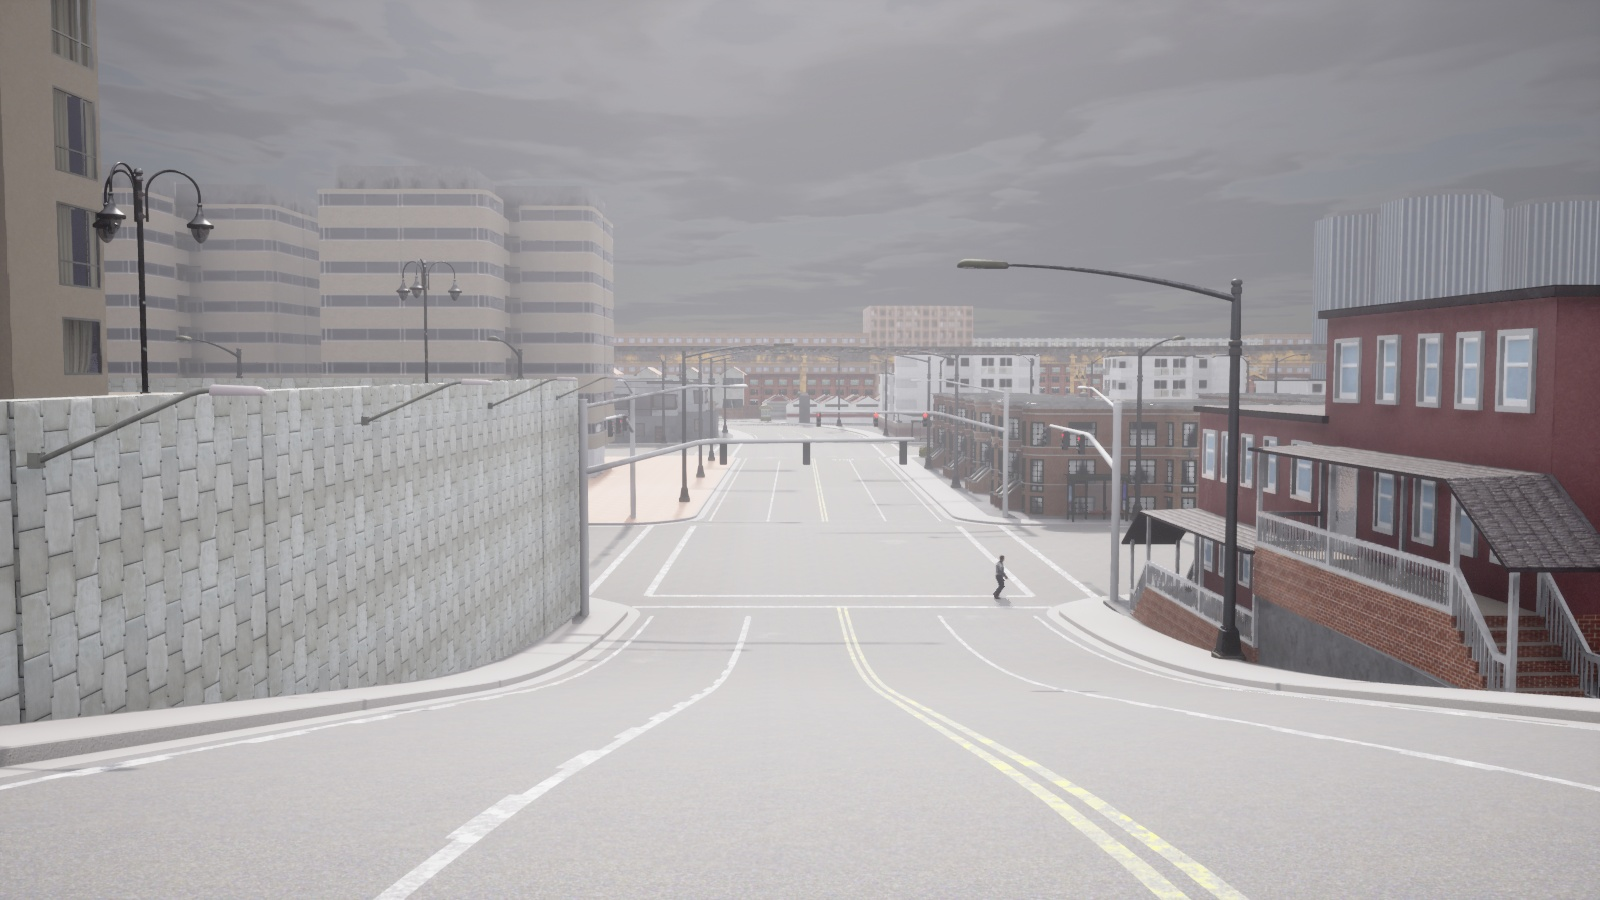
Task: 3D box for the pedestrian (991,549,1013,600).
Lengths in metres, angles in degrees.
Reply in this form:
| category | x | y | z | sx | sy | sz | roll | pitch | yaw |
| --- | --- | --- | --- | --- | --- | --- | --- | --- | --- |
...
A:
| category | x | y | z | sx | sy | sz | roll | pitch | yaw |
| --- | --- | --- | --- | --- | --- | --- | --- | --- | --- |
| pedestrian | 7.975 | 4.918 | 49.671 | 0.788 | 1.949 | 0.423 | 0 | 4 | 1 |
